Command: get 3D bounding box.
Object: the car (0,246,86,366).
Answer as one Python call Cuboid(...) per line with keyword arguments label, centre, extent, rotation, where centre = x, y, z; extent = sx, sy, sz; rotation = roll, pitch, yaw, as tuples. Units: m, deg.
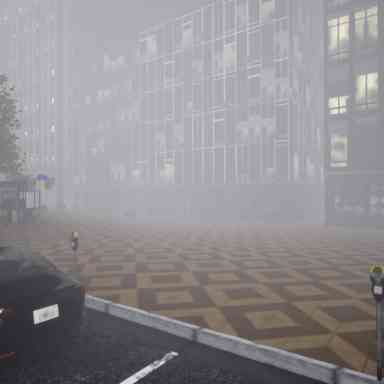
Cuboid(label="car", centre=(-3.523, 1.566, 5.383), extent=(4.313, 1.339, 1.947), rotation=(0, 0, 35))
